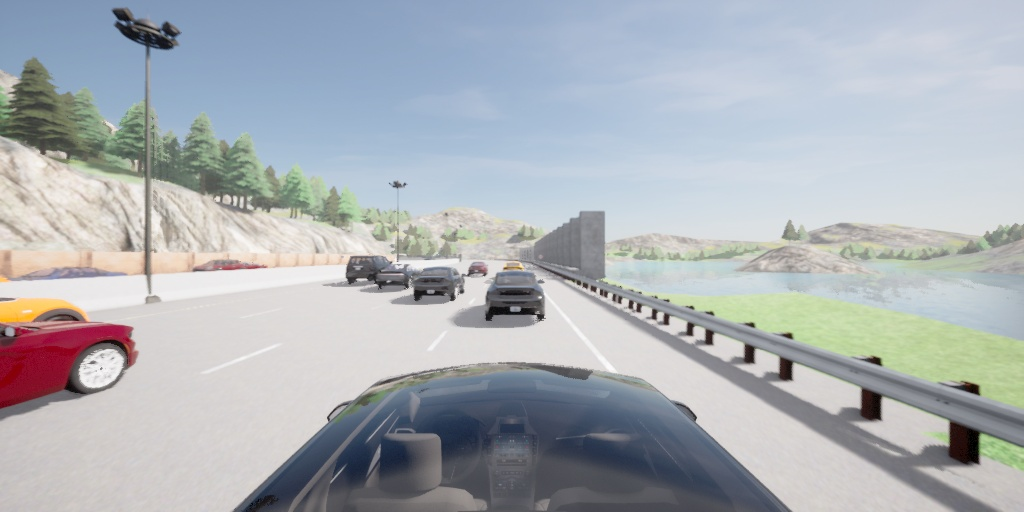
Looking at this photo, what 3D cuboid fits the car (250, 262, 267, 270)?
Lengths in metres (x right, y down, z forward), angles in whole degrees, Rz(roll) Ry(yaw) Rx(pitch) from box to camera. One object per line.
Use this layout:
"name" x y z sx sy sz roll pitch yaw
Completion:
"car" -31.551 1.351 42.520 1.895 1.301 4.718 0 0 1

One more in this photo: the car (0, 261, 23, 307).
"car" -21.105 1.101 12.422 2.097 1.767 4.553 0 0 0

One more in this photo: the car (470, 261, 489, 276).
"car" -3.406 1.277 36.658 1.812 1.442 4.674 0 0 0

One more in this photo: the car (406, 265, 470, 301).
"car" -3.408 1.255 17.464 1.837 1.490 4.892 0 0 0

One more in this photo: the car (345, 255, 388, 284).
"car" -10.408 0.972 26.882 2.150 2.045 5.566 0 0 0

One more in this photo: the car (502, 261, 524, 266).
"car" 0.086 1.229 32.434 1.882 1.535 5.008 0 0 0

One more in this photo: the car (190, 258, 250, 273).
"car" -28.089 1.101 34.343 2.097 1.767 4.553 0 0 0

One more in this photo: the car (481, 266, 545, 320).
"car" 0.098 1.255 12.558 1.837 1.490 4.892 0 0 0

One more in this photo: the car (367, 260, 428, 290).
"car" -6.907 1.242 22.566 2.128 1.511 4.902 0 0 0

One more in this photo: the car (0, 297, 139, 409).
"car" -6.900 1.227 3.622 1.882 1.535 5.008 0 0 0

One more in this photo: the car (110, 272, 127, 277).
"car" -24.607 1.297 19.761 2.033 1.411 5.357 0 0 0

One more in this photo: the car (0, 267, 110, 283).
"car" -10.401 1.102 6.011 2.097 1.767 4.553 0 0 0
